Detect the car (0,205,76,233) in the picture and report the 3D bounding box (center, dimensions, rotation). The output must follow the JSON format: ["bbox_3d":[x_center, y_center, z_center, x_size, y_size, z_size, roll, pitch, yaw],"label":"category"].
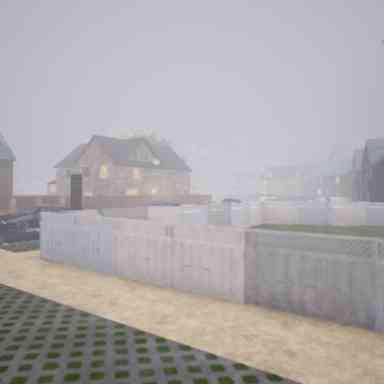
[{"bbox_3d":[-8.924,1.498,19.921,2.033,1.411,5.357,2,1,37],"label":"car"}]

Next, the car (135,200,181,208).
[{"bbox_3d":[-2.826,1.438,28.015,2.128,1.511,4.902,2,1,37],"label":"car"}]

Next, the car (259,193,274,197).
[{"bbox_3d":[12.841,1.231,56.913,2.150,2.045,5.566,1,0,3],"label":"car"}]

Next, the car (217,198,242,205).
[{"bbox_3d":[4.381,1.467,38.354,1.837,1.490,4.892,2,1,29],"label":"car"}]

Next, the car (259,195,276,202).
[{"bbox_3d":[10.927,1.593,46.304,2.033,1.411,5.357,1,0,17],"label":"car"}]
